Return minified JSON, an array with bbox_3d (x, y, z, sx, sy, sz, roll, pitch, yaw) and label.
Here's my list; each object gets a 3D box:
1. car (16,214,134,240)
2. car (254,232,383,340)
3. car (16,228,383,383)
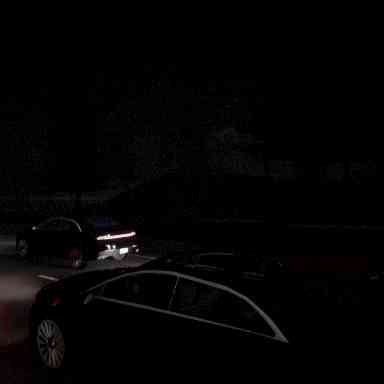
[{"bbox_3d":[-3.941,1.478,11.016,4.902,1.511,2.128,0,0,36],"label":"car"},{"bbox_3d":[3.638,1.601,5.696,4.718,1.301,1.895,0,0,36],"label":"car"},{"bbox_3d":[-0.039,1.490,4.016,4.902,1.511,2.128,0,0,35],"label":"car"}]
